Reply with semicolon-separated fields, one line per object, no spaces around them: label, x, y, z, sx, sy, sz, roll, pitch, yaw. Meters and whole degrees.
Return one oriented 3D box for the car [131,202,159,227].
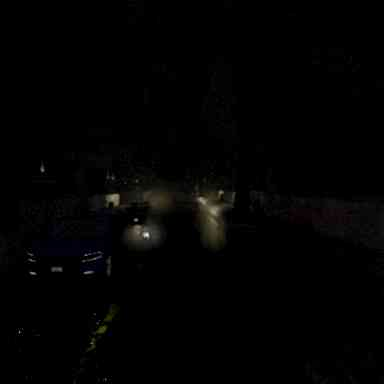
car;-3.078;1.308;20.186;1.994;1.385;4.181;0;1;-1

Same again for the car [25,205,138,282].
car;-2.957;1.363;9.667;1.882;1.535;5.008;0;1;-1
